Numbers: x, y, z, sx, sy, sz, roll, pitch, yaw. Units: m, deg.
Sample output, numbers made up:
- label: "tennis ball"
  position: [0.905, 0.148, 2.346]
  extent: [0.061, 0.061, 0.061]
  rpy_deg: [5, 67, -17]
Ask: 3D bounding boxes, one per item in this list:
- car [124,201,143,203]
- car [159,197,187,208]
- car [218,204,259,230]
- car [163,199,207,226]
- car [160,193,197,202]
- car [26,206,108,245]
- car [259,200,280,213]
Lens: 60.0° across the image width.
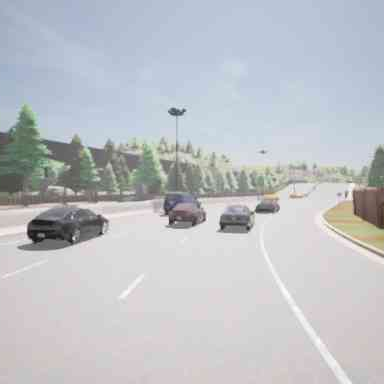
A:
- label: "car"
  position: [-9.009, 1.348, 49.454]
  extent: [2.033, 1.411, 5.357]
  rpy_deg: [0, 0, 26]
- label: "car"
  position: [-2.629, 1.457, 46.591]
  extent: [1.895, 1.301, 4.718]
  rpy_deg: [0, 0, 26]
- label: "car"
  position: [2.885, 1.513, 20.977]
  extent: [2.033, 1.411, 5.357]
  rpy_deg: [0, 0, 14]
- label: "car"
  position: [-0.247, 1.462, 22.841]
  extent: [1.812, 1.442, 4.674]
  rpy_deg: [0, 0, 14]
- label: "car"
  position: [-0.900, 1.128, 32.442]
  extent: [2.150, 2.045, 5.566]
  rpy_deg: [0, 0, 20]
- label: "car"
  position: [-5.461, 1.424, 15.238]
  extent: [1.837, 1.490, 4.892]
  rpy_deg: [0, 0, 9]
- label: "car"
  position: [8.361, 1.529, 36.479]
  extent: [1.994, 1.385, 4.181]
  rpy_deg: [0, 0, 24]
